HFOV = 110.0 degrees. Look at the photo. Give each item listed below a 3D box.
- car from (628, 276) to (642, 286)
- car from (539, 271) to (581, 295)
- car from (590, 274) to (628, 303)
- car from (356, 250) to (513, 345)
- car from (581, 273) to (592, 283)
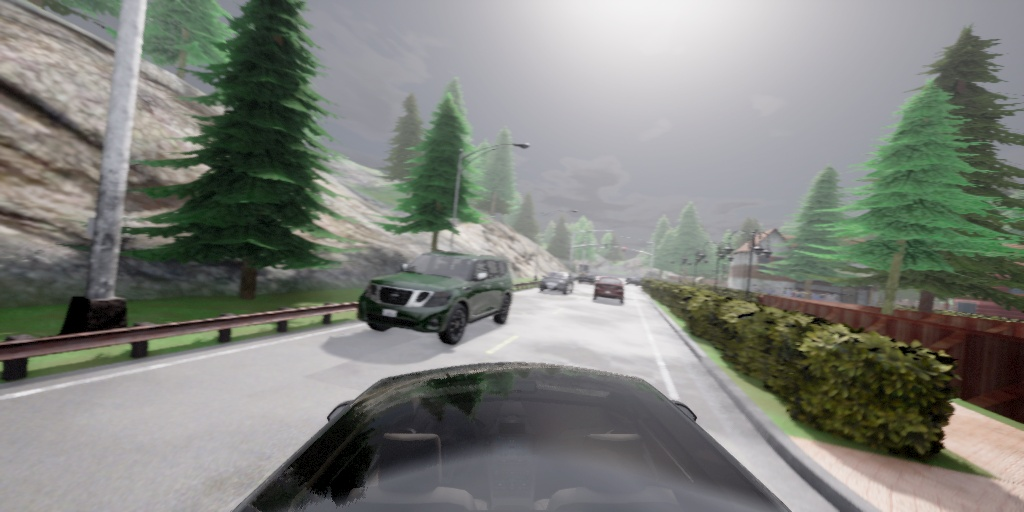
[{"bbox_3d":[19.506,3.951,55.542,4.674,1.442,1.812,8,-3,-35],"label":"car"},{"bbox_3d":[3.272,1.847,25.540,2.128,1.511,4.902,6,-1,17],"label":"car"},{"bbox_3d":[6.613,2.167,24.222,1.882,1.535,5.008,6,-1,17],"label":"car"},{"bbox_3d":[-1.594,0.895,9.800,2.150,2.045,5.566,6,-1,17],"label":"car"},{"bbox_3d":[9.401,2.818,44.978,1.895,1.301,4.718,6,-1,17],"label":"car"}]
